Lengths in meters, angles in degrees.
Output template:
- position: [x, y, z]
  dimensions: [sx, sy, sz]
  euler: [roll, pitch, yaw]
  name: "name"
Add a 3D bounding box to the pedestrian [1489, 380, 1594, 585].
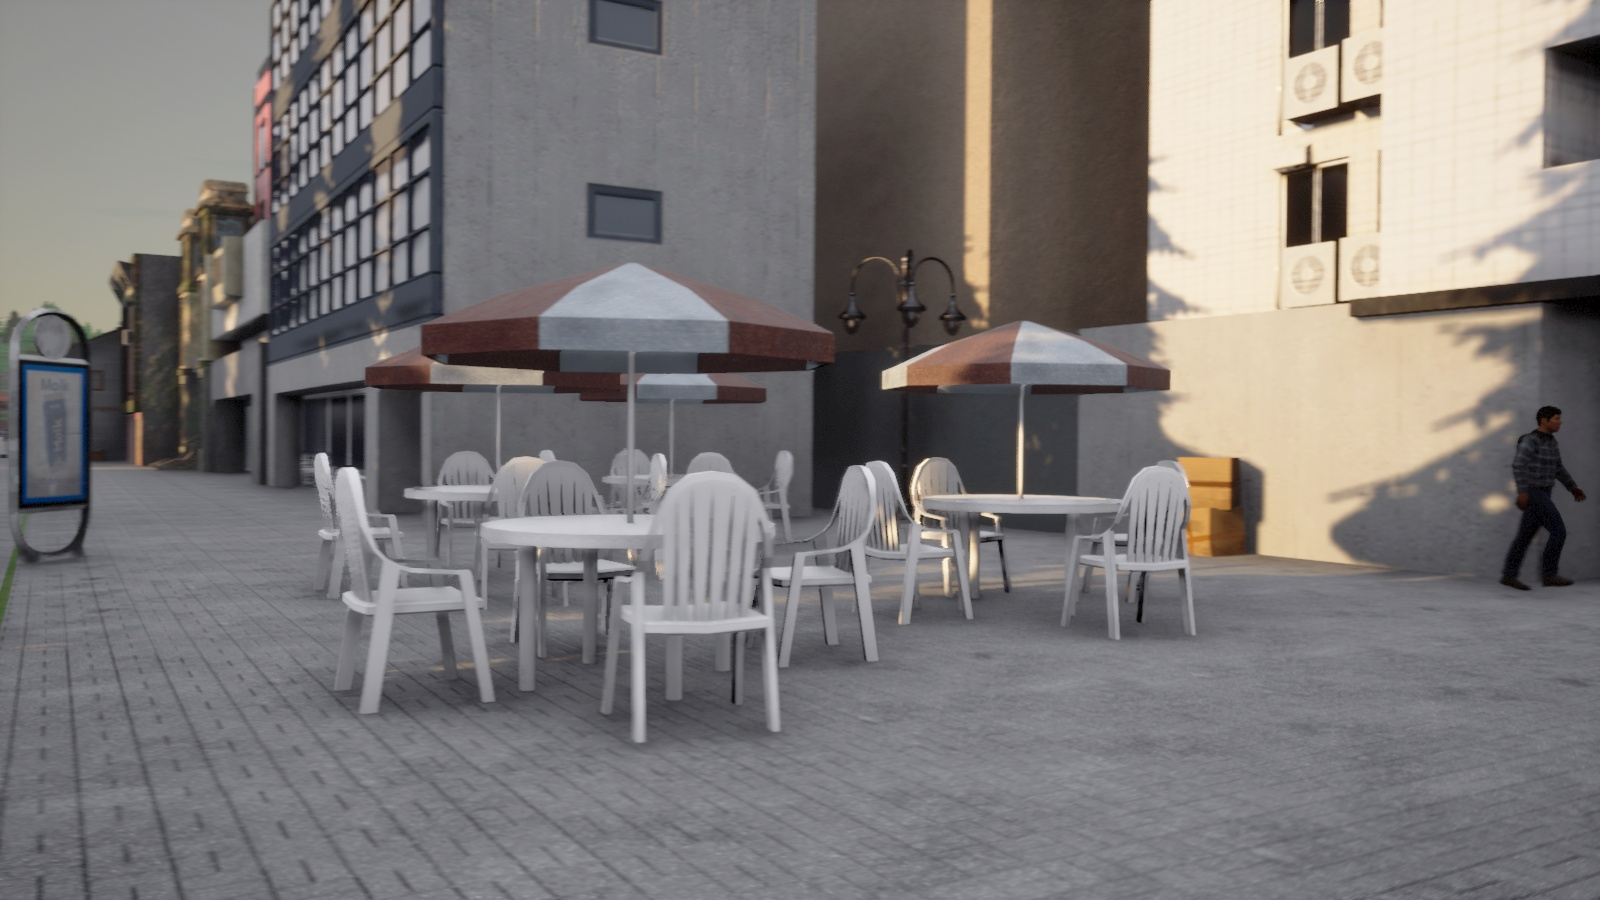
- position: [7.287, 0.304, 12.356]
  dimensions: [0.423, 1.949, 0.788]
  euler: [-1, 1, -40]
  name: "pedestrian"
